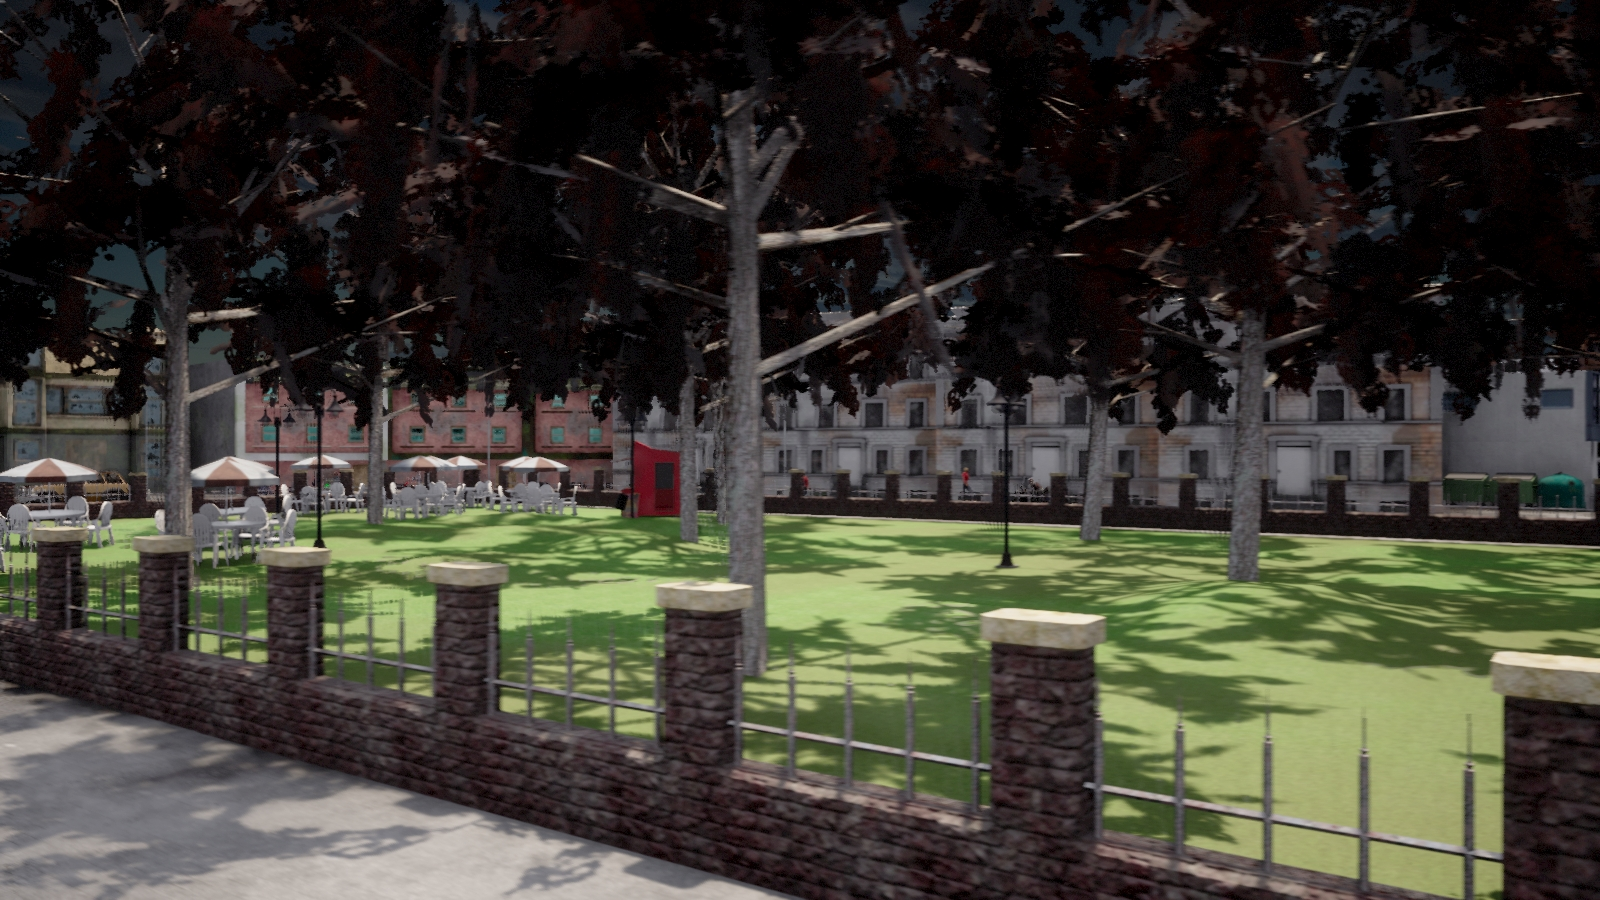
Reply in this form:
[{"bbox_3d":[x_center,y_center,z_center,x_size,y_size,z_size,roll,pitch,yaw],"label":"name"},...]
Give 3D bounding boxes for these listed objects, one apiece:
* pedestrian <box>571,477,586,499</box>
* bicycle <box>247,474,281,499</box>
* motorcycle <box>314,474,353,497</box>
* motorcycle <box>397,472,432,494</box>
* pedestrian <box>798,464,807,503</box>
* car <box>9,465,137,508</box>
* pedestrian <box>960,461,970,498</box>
[{"bbox_3d":[-11.054,1.897,57.052,0.500,1.100,0.500,0,0,33],"label":"pedestrian"},{"bbox_3d":[-28.410,1.928,60.620,0.373,1.296,1.643,0,1,36],"label":"bicycle"},{"bbox_3d":[-26.069,1.954,63.875,0.856,1.236,1.805,0,0,39],"label":"motorcycle"},{"bbox_3d":[-22.710,1.956,67.274,1.805,1.236,0.856,0,1,-33],"label":"motorcycle"},{"bbox_3d":[0.129,1.624,54.787,0.375,1.860,0.375,0,0,11],"label":"pedestrian"},{"bbox_3d":[-33.684,1.636,53.034,1.932,1.855,4.605,0,0,36],"label":"car"},{"bbox_3d":[8.509,1.521,59.073,0.375,1.860,0.375,0,0,37],"label":"pedestrian"}]
